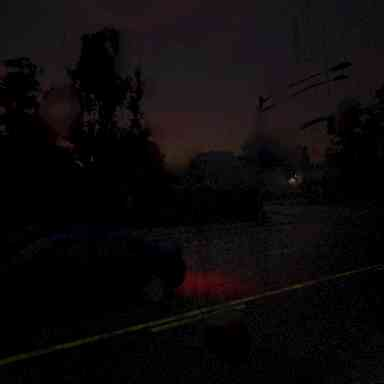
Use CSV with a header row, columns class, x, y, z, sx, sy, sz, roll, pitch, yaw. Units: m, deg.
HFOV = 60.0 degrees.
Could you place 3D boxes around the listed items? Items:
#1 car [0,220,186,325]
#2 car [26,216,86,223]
class,x,y,z,sx,sy,sz,roll,pitch,yaw
car,-2.462,1.487,6.526,5.008,1.535,1.882,1,0,-35
car,-4.174,1.489,9.603,5.008,1.535,1.882,1,0,-35
